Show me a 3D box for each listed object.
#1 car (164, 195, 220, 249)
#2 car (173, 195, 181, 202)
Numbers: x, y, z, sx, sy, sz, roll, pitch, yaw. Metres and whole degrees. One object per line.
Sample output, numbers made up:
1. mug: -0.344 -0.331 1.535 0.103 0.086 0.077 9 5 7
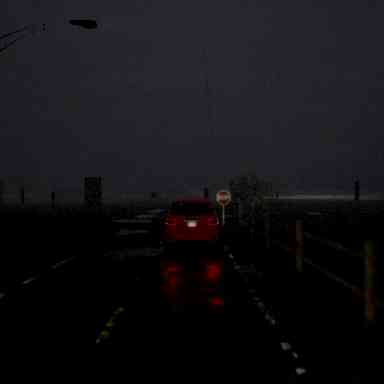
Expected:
1. car: 0.000 1.265 14.685 2.150 2.045 5.566 0 0 0
2. car: -3.497 1.555 78.483 1.837 1.490 4.892 0 0 -3
